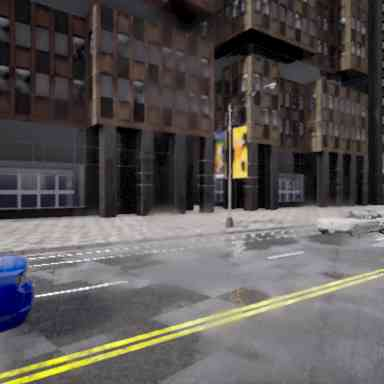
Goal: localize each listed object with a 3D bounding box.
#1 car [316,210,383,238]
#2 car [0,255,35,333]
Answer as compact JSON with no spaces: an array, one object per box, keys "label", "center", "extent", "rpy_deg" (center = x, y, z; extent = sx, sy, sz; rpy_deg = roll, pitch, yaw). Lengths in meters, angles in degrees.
[{"label":"car","center":[8.792,1.634,17.937],"extent":[4.718,1.301,1.895],"rpy_deg":[0,0,-35]},{"label":"car","center":[-4.795,1.475,4.258],"extent":[5.008,1.535,1.882],"rpy_deg":[0,0,-35]}]
